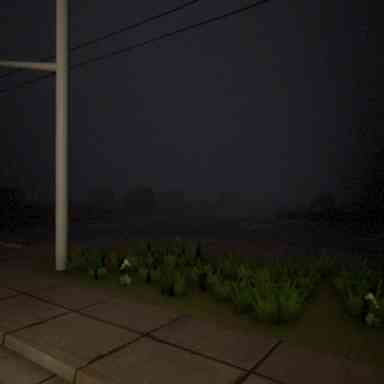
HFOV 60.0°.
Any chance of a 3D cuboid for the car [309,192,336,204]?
[{"bbox_3d":[17.181,1.063,43.883,1.905,1.878,3.866,-6,-1,-8],"label":"car"}]
